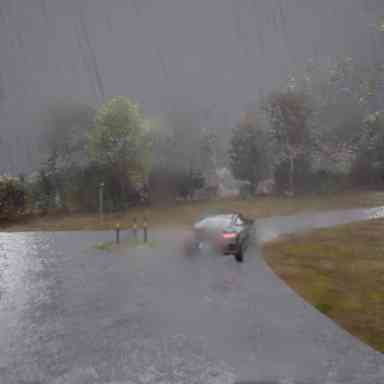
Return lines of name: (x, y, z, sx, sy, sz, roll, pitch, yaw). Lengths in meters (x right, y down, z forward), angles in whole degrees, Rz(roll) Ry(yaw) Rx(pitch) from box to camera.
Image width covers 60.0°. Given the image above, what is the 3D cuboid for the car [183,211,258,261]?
car: (1.130, 1.382, 11.656, 1.812, 1.442, 4.674, 0, 1, 19)
